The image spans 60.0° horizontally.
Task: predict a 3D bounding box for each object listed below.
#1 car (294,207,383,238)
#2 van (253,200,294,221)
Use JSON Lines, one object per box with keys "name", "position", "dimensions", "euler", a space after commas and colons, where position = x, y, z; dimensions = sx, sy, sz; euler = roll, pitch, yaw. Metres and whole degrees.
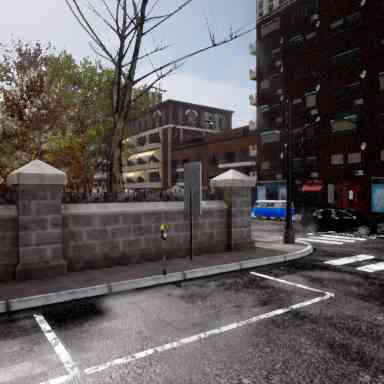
{"name": "car", "position": [8.684, 1.666, 19.090], "dimensions": [1.837, 1.490, 4.892], "euler": [-1, -1, -41]}
{"name": "van", "position": [7.317, 1.643, 30.201], "dimensions": [1.690, 1.788, 3.998], "euler": [-1, 0, -36]}
